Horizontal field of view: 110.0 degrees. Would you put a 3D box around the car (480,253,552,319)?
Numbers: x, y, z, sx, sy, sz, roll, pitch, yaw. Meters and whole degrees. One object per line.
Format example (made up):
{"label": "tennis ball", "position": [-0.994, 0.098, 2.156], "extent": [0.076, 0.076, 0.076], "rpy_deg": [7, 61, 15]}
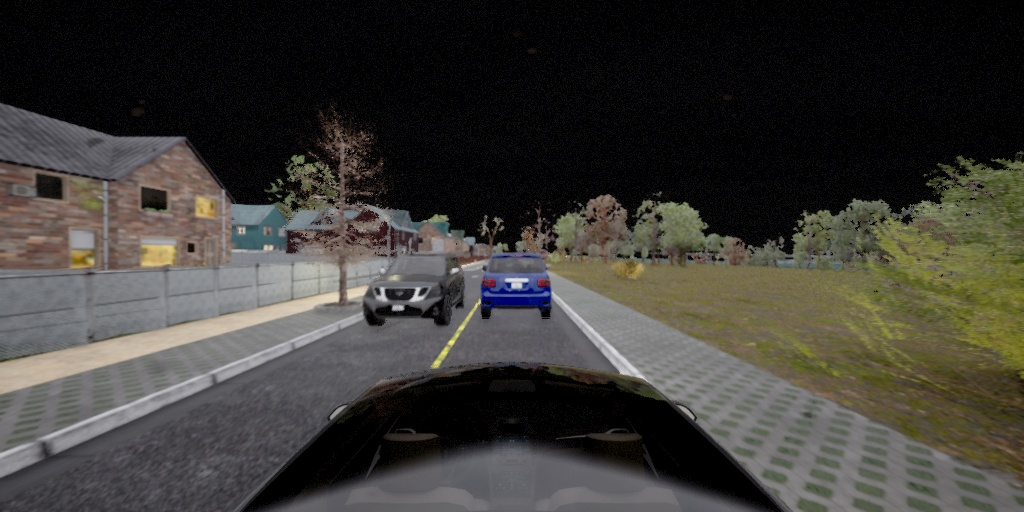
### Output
{"label": "car", "position": [0.105, 0.915, 12.701], "extent": [2.150, 2.045, 5.566], "rpy_deg": [0, 0, -1]}

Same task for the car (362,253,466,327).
{"label": "car", "position": [-2.833, 0.920, 11.711], "extent": [2.150, 2.045, 5.566], "rpy_deg": [0, 0, 0]}
